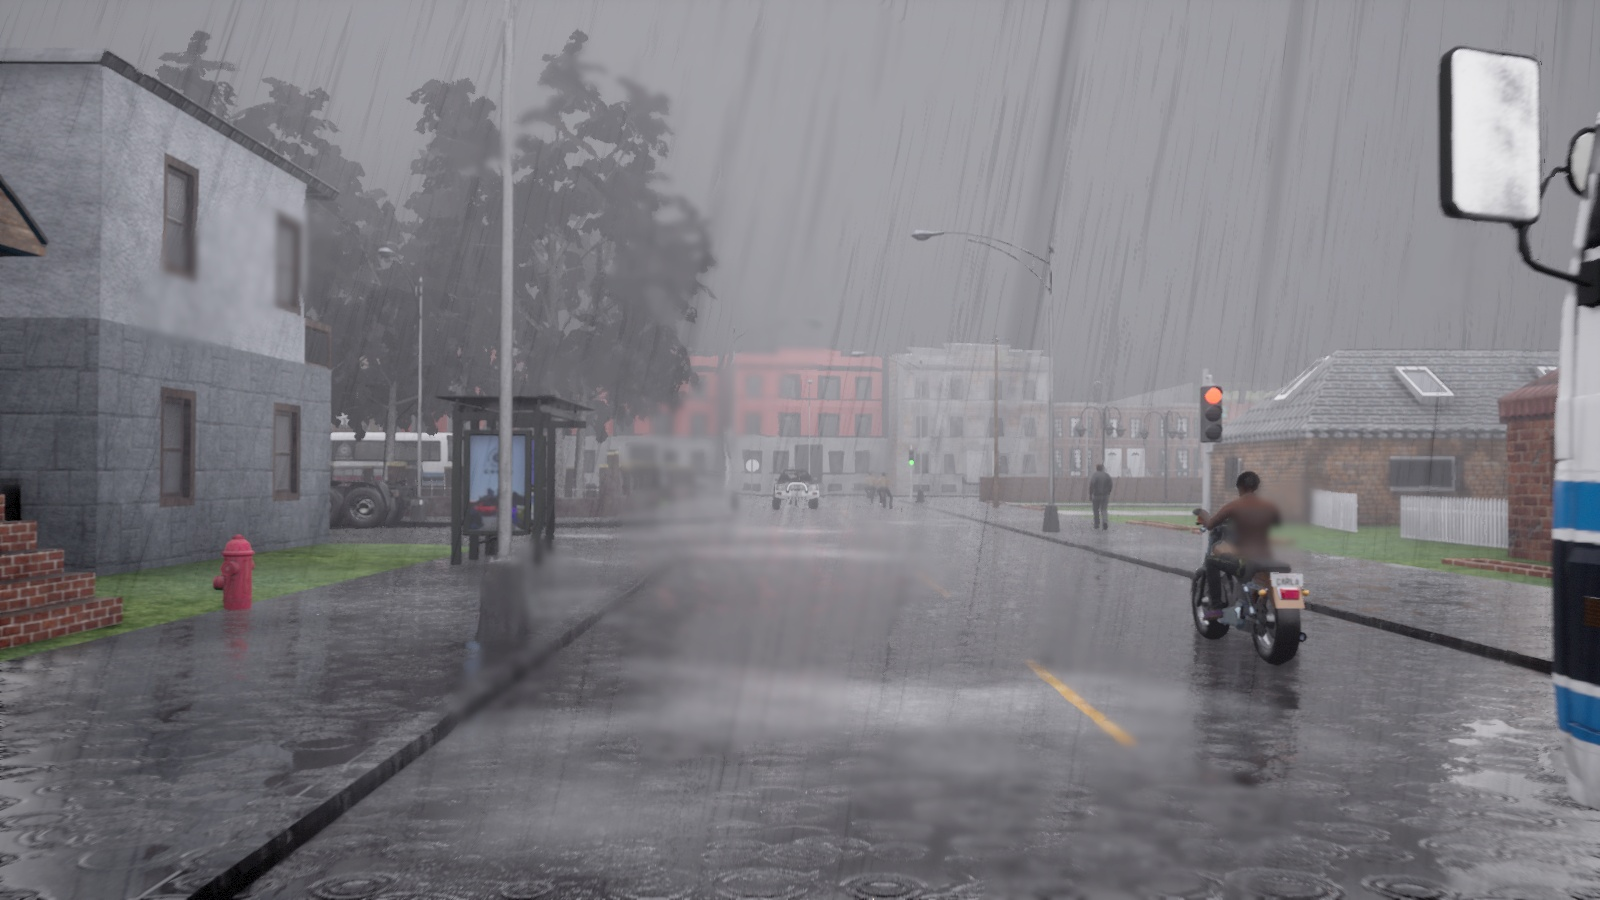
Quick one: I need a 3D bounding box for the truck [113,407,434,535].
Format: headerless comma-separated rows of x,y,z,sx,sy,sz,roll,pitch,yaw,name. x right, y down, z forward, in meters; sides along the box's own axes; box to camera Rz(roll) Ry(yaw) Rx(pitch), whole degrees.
-14.828,0.592,35.893,7.936,3.462,2.891,0,-1,-4,truck

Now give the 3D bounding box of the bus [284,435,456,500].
-28.947,1.203,84.906,10.273,4.253,3.944,0,-1,0,bus

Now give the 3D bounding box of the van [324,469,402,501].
-28.117,2.251,80.889,4.442,1.987,1.775,0,-1,0,van

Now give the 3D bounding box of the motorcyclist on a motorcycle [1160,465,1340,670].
3.972,0.973,11.324,0.766,1.649,2.350,0,-1,0,motorcyclist on a motorcycle

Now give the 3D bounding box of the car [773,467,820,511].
-0.187,1.710,55.397,1.932,1.855,4.605,0,-1,-2,car

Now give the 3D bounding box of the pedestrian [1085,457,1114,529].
8.030,1.148,33.697,0.563,1.883,0.849,0,-1,-1,pedestrian
